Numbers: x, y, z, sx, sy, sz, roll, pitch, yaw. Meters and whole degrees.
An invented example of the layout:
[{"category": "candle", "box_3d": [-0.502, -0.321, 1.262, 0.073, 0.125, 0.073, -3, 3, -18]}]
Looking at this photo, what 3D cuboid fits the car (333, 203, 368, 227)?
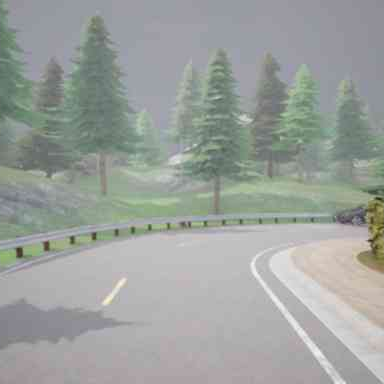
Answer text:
[{"category": "car", "box_3d": [12.088, 1.518, 22.441, 4.892, 1.490, 1.837, 1, 0, -2]}]
